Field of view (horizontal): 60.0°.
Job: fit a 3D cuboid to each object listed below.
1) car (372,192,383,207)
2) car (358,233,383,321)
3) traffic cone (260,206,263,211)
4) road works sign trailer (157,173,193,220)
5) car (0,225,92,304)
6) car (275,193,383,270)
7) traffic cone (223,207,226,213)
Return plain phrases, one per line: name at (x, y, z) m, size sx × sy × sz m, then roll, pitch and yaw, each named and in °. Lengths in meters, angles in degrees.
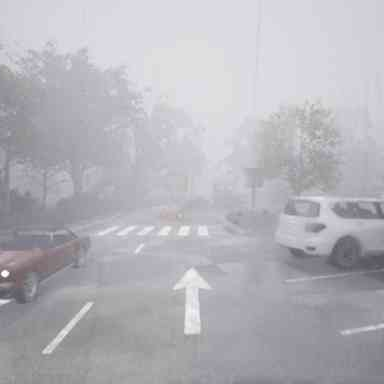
car at (27.037, 0.983, 43.914) m, size 2.435 × 2.045 × 5.566 m, roll 0°, pitch -1°, yaw -22°
car at (5.200, 1.451, 4.651) m, size 5.366 × 1.575 × 1.946 m, roll 1°, pitch 1°, yaw -20°
traffic cone at (7.647, 1.740, 36.258) m, size 0.340 × 0.580 × 0.340 m, roll 0°, pitch 0°, yaw -41°
road works sign trailer at (-1.043, 0.305, 26.440) m, size 2.880 × 3.560 × 2.380 m, roll 0°, pitch 0°, yaw -41°
car at (-4.079, 1.551, 8.173) m, size 1.895 × 1.301 × 4.718 m, roll 0°, pitch 0°, yaw 1°
car at (5.389, 1.168, 10.742) m, size 5.566 × 2.045 × 2.435 m, roll 1°, pitch 0°, yaw -20°
traffic cone at (3.133, 1.762, 32.305) m, size 0.340 × 0.580 × 0.340 m, roll 0°, pitch 0°, yaw -41°
